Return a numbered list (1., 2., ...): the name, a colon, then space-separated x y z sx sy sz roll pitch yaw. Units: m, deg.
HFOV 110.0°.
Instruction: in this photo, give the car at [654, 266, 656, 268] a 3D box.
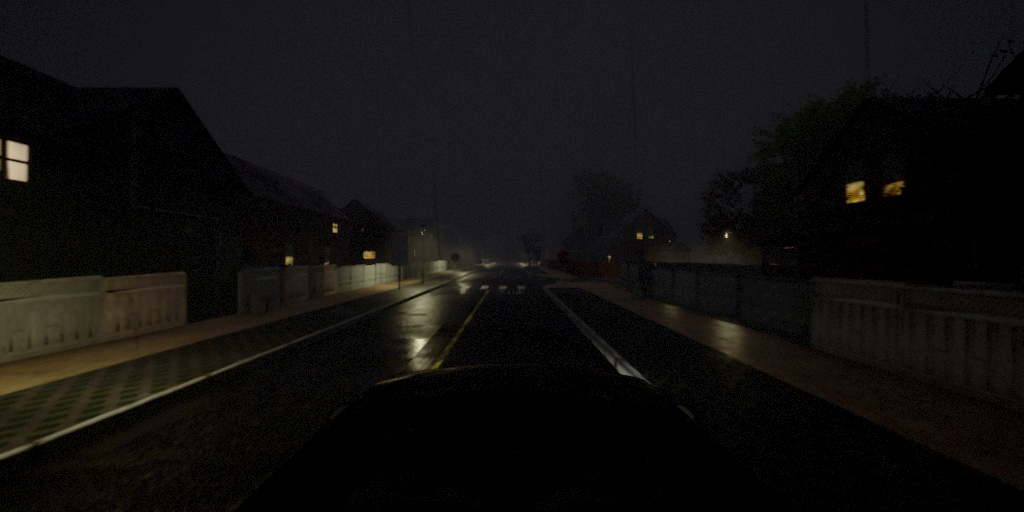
1. car: 11.536 1.503 27.686 4.674 1.442 1.812 1 -1 -1
